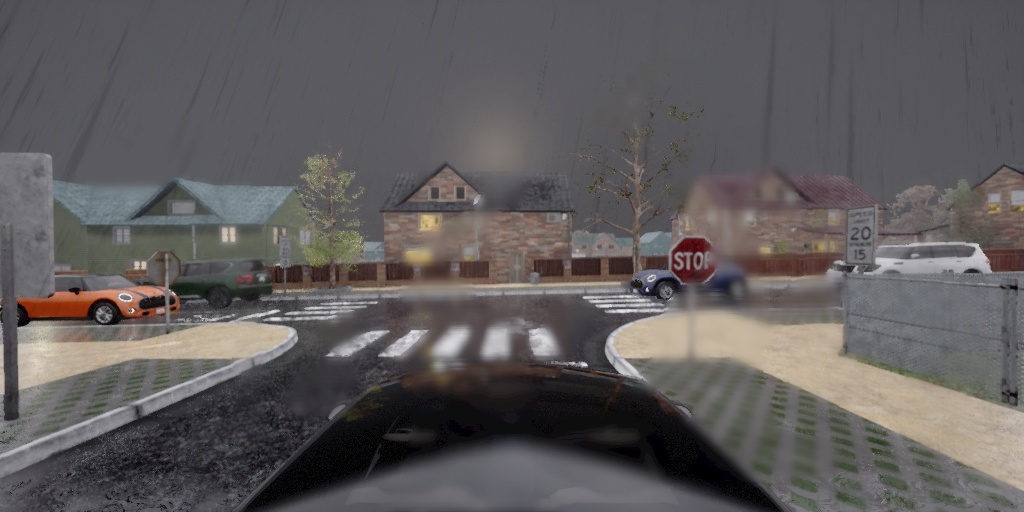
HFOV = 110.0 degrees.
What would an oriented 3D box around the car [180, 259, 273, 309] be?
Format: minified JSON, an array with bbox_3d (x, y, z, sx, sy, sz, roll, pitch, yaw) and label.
[{"bbox_3d":[-13.724,1.208,15.814,5.566,2.045,2.150,-1,1,-2],"label":"car"}]

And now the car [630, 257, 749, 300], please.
[{"bbox_3d":[7.471,0.845,15.423,4.553,1.767,2.097,-1,1,-4],"label":"car"}]

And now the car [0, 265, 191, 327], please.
[{"bbox_3d":[-14.690,1.412,12.679,4.553,1.767,2.097,-1,1,0],"label":"car"}]

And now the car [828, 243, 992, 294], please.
[{"bbox_3d":[17.232,0.481,15.681,5.566,2.045,2.150,-1,1,0],"label":"car"}]
